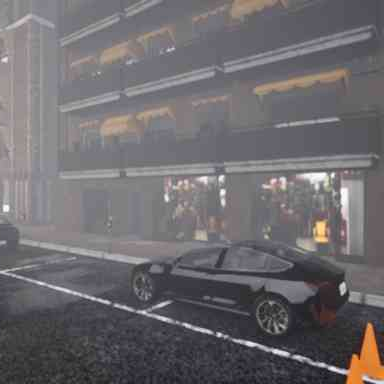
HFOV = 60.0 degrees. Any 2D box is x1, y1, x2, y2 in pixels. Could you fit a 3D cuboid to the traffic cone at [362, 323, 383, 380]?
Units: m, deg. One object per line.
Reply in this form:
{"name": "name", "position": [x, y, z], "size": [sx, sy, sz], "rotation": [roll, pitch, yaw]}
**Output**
{"name": "traffic cone", "position": [2.246, 1.958, 4.204], "size": [0.340, 0.580, 0.340], "rotation": [0, 0, 36]}

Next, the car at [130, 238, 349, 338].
{"name": "car", "position": [0.707, 1.572, 6.497], "size": [4.313, 1.339, 1.947], "rotation": [0, 0, 36]}

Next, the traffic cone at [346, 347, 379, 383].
{"name": "traffic cone", "position": [1.663, 1.958, 3.392], "size": [0.340, 0.580, 0.340], "rotation": [0, 0, 36]}

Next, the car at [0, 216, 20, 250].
{"name": "car", "position": [-8.473, 1.568, 13.081], "size": [4.403, 1.369, 2.008], "rotation": [0, 0, 36]}
